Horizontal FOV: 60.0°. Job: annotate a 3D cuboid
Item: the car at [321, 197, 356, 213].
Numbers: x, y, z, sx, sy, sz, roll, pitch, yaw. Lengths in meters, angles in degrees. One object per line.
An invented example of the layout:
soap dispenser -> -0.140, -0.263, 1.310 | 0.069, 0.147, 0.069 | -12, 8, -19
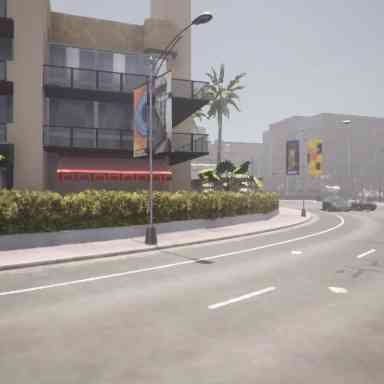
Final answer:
car -> 16.299, 1.351, 37.610 | 2.097, 1.767, 4.553 | 0, 0, 4

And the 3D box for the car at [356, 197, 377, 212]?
car -> 19.964, 1.601, 39.522 | 1.895, 1.301, 4.718 | 0, 0, 2
